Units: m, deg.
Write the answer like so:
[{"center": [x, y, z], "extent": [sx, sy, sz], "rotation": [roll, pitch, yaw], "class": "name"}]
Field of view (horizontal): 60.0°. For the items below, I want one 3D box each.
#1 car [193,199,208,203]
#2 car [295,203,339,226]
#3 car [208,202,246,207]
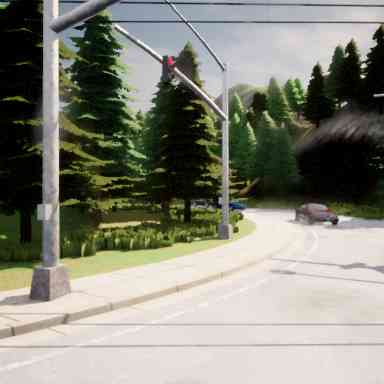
[{"center": [1.987, 1.505, 50.068], "extent": [1.837, 1.490, 4.892], "rotation": [0, 0, -37], "class": "car"}, {"center": [8.776, 1.525, 23.839], "extent": [1.812, 1.442, 4.674], "rotation": [0, 0, -1], "class": "car"}, {"center": [4.459, 1.477, 40.020], "extent": [1.882, 1.535, 5.008], "rotation": [0, 0, -31], "class": "car"}]
